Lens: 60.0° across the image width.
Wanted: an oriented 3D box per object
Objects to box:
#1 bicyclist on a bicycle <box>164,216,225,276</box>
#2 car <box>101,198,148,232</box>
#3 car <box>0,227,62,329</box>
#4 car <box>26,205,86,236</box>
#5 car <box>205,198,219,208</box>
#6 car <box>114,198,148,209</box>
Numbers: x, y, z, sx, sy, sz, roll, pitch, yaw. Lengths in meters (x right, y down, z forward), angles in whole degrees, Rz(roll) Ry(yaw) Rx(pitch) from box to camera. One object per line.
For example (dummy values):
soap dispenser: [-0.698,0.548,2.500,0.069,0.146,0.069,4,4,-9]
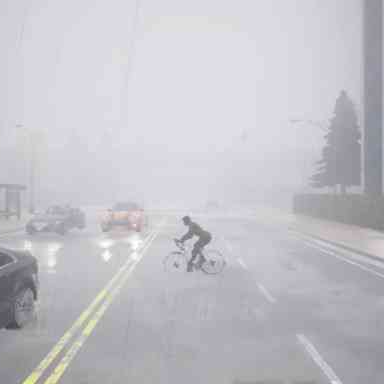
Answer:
bicyclist on a bicycle: [0.042,1.455,8.899,1.656,1.620,0.582,-2,0,-1]
car: [-3.882,1.351,19.816,2.097,1.767,4.553,0,0,-1]
car: [-3.644,1.492,4.101,2.128,1.511,4.902,0,0,-1]
car: [-7.366,1.491,18.466,2.128,1.511,4.902,0,0,-1]
car: [2.803,1.513,47.208,2.033,1.411,5.357,0,0,-1]
car: [-8.392,1.511,45.693,4.181,1.385,1.994,0,0,29]
